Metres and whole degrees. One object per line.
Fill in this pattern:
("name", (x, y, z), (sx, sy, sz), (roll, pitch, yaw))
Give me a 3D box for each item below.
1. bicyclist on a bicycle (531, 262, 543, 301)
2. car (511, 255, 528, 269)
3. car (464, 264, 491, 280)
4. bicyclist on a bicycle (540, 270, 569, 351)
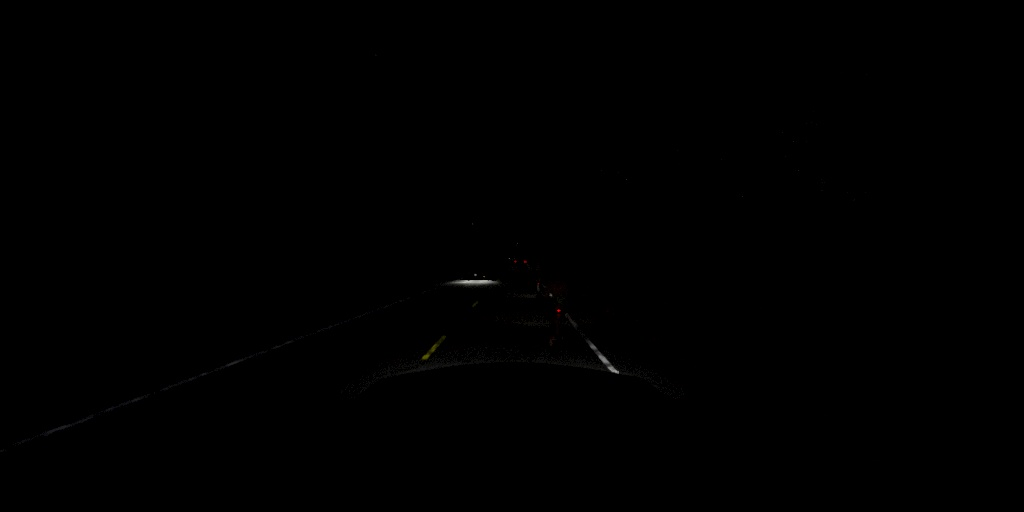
("bicyclist on a bicycle", (1.213, 1.165, 16.916), (0.659, 1.776, 1.843), (0, 0, 1))
("car", (1.373, 1.068, 58.661), (2.150, 2.045, 5.566), (0, 0, 1))
("car", (-2.988, 1.391, 31.790), (1.994, 1.385, 4.181), (0, 0, 1))
("bicyclist on a bicycle", (1.036, 1.223, 8.162), (0.582, 1.620, 1.656), (0, 0, 1))
